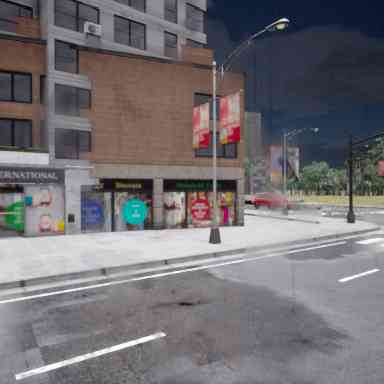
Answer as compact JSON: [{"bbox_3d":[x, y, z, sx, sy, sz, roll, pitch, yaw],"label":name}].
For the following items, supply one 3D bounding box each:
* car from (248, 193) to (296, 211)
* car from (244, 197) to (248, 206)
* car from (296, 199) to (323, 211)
[{"bbox_3d":[9.390,1.120,39.478,2.150,2.045,5.566,0,0,-22],"label":"car"},{"bbox_3d":[8.201,1.463,50.949,1.895,1.301,4.718,0,0,-22],"label":"car"},{"bbox_3d":[13.080,1.491,39.095,1.895,1.301,4.718,0,0,-23],"label":"car"}]
